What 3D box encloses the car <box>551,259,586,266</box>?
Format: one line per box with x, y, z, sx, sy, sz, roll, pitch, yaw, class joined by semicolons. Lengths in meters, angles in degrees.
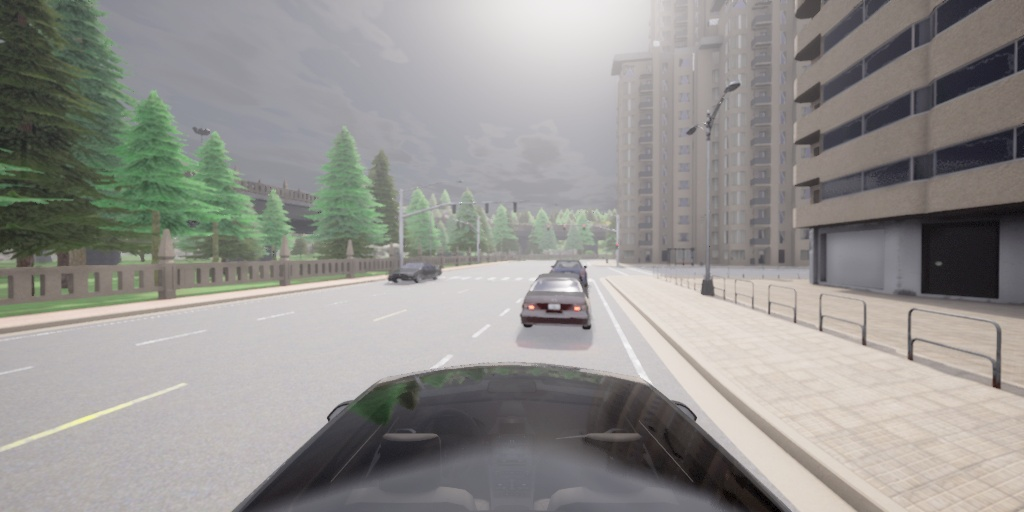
3.303;0.942;20.907;2.097;1.767;4.553;0;0;11;car

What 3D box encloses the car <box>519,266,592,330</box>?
1.432;1.220;10.910;2.033;1.411;5.357;0;0;10;car

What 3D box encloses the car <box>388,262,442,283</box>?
-6.674;1.118;25.388;2.033;1.411;5.357;0;0;11;car
